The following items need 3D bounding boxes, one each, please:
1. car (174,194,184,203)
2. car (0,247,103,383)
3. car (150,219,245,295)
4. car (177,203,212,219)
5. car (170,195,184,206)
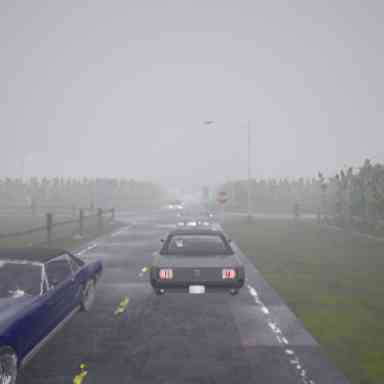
[{"bbox_3d":[-2.765,1.416,73.180,2.097,1.767,4.553,0,0,0],"label":"car"},{"bbox_3d":[-2.848,1.609,4.956,1.895,1.301,4.718,0,0,0],"label":"car"},{"bbox_3d":[0.103,1.614,8.679,1.895,1.301,4.718,0,0,0],"label":"car"},{"bbox_3d":[0.129,1.573,18.408,2.033,1.411,5.357,0,0,1],"label":"car"},{"bbox_3d":[-2.824,1.658,58.076,1.895,1.301,4.718,0,0,0],"label":"car"}]
